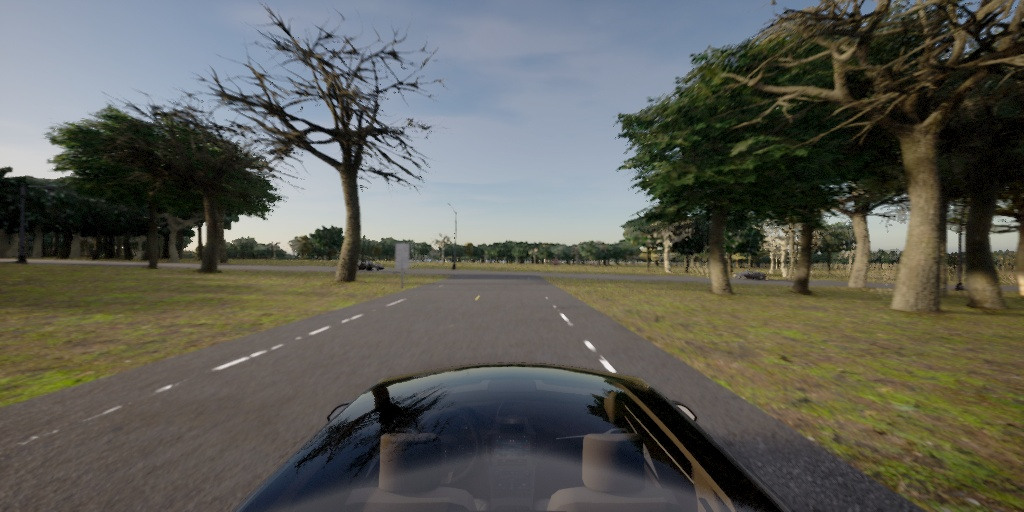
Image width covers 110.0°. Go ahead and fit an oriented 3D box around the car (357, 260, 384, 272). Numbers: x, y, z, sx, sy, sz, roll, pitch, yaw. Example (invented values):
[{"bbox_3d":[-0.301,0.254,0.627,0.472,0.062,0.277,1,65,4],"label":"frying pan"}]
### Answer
[{"bbox_3d":[-20.988,1.415,51.479,5.008,1.535,1.882,2,0,0],"label":"car"}]
